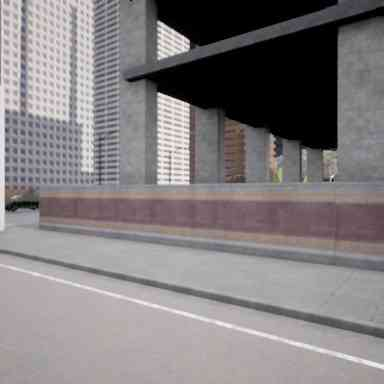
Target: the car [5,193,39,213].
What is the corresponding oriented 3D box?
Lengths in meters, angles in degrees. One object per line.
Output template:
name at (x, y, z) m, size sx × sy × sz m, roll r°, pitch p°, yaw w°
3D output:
car at (-18.780, 1.169, 37.225) m, size 2.150 × 2.045 × 5.566 m, roll 0°, pitch 0°, yaw 36°
